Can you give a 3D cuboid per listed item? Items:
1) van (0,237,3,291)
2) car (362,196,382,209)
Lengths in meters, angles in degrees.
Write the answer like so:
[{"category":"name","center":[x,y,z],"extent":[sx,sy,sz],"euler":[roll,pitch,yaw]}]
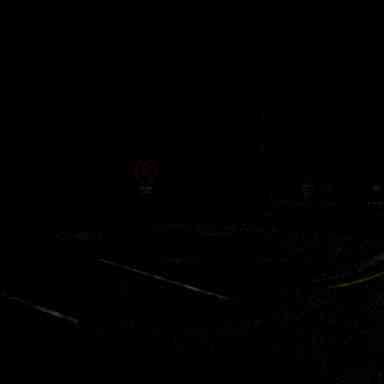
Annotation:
[{"category":"van","center":[-5.829,1.261,6.908],"extent":[4.442,1.987,1.878],"euler":[-1,0,36]},{"category":"car","center":[19.783,1.215,38.683],"extent":[2.033,1.411,5.357],"euler":[0,2,-1]}]
